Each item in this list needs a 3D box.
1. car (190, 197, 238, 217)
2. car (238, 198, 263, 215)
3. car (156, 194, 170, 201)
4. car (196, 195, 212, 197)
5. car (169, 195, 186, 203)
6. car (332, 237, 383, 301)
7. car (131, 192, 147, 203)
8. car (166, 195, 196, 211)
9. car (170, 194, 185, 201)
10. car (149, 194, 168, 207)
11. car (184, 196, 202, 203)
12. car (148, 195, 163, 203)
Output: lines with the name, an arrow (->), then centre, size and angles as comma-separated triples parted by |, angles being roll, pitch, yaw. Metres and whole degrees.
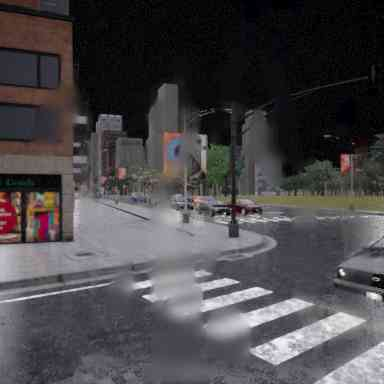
car -> 1.905, 1.449, 31.066 | 2.033, 1.411, 5.357 | 0, 0, -20
car -> 4.977, 1.366, 32.207 | 1.882, 1.535, 5.008 | 0, 0, -21
car -> -6.315, 1.186, 72.219 | 1.837, 1.490, 4.892 | 0, 0, -20
car -> 1.803, 1.219, 40.689 | 2.097, 1.767, 4.553 | 0, 0, -20
car -> -2.851, 1.329, 62.878 | 1.812, 1.442, 4.674 | 0, 0, -20
car -> 5.514, 1.541, 7.785 | 5.357, 1.411, 2.033 | 0, 0, -37
car -> -10.341, 1.027, 64.374 | 2.150, 2.045, 5.566 | 0, 0, -20
car -> -1.300, 1.444, 39.703 | 1.994, 1.385, 4.181 | 0, 0, -20
car -> -3.268, 1.150, 73.348 | 1.882, 1.535, 5.008 | 0, 0, -20
car -> -4.766, 1.420, 49.069 | 1.994, 1.385, 4.181 | 0, 0, -21
car -> 0.186, 1.391, 64.035 | 1.895, 1.301, 4.718 | 0, 0, -20
car -> -7.207, 1.374, 65.265 | 1.994, 1.385, 4.181 | 0, 0, -20
